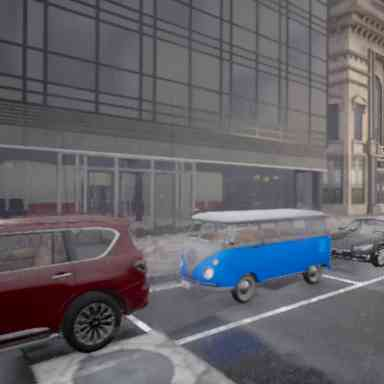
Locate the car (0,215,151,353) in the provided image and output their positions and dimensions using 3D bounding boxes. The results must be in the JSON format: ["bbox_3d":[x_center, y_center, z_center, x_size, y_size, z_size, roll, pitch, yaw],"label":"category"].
[{"bbox_3d":[-2.988,1.314,4.621,5.009,1.841,2.192,0,1,-35],"label":"car"}]

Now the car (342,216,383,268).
[{"bbox_3d":[6.171,1.520,11.154,4.403,1.369,2.008,0,1,-35],"label":"car"}]

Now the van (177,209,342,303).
[{"bbox_3d":[1.592,1.326,7.887,3.998,1.788,1.690,0,1,-35],"label":"van"}]
